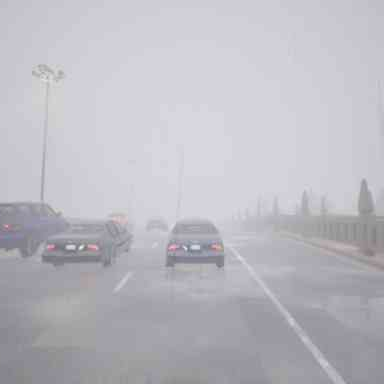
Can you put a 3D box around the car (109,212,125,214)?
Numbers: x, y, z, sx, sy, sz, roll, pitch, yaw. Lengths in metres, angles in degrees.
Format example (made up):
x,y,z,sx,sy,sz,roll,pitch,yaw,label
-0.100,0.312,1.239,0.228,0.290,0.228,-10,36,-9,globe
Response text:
x,y,z,sx,sy,sz,roll,pitch,yaw,label
-6.912,2.815,31.801,2.097,1.767,4.553,0,-6,0,car

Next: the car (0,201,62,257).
x,y,z,sx,sy,sz,roll,pitch,yaw,label
-6.905,1.412,13.752,2.150,2.045,5.566,0,-2,0,car

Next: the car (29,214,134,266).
x,y,z,sx,sy,sz,roll,pitch,yaw,label
-3.405,1.676,11.849,2.033,1.411,5.357,0,-2,0,car

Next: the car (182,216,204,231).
x,y,z,sx,sy,sz,roll,pitch,yaw,label
0.087,3.150,32.953,1.994,1.385,4.181,0,-6,0,car

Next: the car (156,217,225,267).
x,y,z,sx,sy,sz,roll,pitch,yaw,label
0.095,1.675,11.827,2.033,1.411,5.357,0,-2,0,car

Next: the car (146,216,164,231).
x,y,z,sx,sy,sz,roll,pitch,yaw,label
-3.413,3.149,33.308,1.812,1.442,4.674,0,-6,0,car
